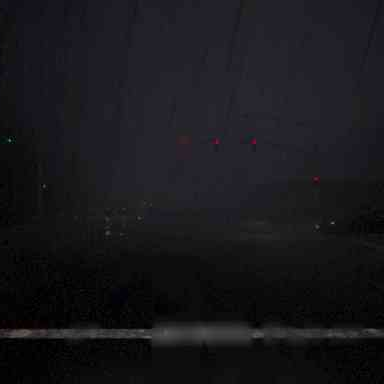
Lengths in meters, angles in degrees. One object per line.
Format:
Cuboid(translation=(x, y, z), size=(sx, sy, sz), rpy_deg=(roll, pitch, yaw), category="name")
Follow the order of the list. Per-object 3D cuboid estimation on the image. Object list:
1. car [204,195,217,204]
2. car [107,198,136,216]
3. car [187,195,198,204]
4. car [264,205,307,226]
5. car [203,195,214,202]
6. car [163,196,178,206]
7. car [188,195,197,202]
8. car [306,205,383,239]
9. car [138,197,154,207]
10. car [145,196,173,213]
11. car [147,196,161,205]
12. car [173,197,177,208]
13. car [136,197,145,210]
Cuboid(translation=(3.552, 1.352, 63.779), size=(2.097, 1.767, 4.553), rpy_deg=(0, 0, 0), category="car")
Cuboid(translation=(-7.067, 1.526, 32.940), size=(1.812, 1.442, 4.674), rpy_deg=(0, 0, 0), category="car")
Cuboid(translation=(0.052, 1.505, 63.812), size=(1.837, 1.490, 4.892), rpy_deg=(0, 0, 0), category="car")
Cuboid(translation=(7.714, 1.585, 22.484), size=(5.357, 1.411, 2.033), rpy_deg=(1, 0, 24), category="car")
Cuboid(translation=(3.561, 1.386, 73.918), size=(2.128, 1.511, 4.902), rpy_deg=(0, 0, 0), category="car")
Cuboid(translation=(-3.534, 1.492, 55.661), size=(2.128, 1.511, 4.902), rpy_deg=(0, 0, 0), category="car")
Cuboid(translation=(0.061, 1.413, 73.921), size=(1.994, 1.385, 4.181), rpy_deg=(0, 0, 0), category="car")
Cuboid(translation=(8.842, 1.533, 17.169), size=(4.902, 1.511, 2.128), rpy_deg=(1, 0, -5), category="car")
Cuboid(translation=(-7.048, 1.505, 51.720), size=(1.837, 1.490, 4.892), rpy_deg=(0, 0, 0), category="car")
Cuboid(translation=(-3.558, 1.352, 37.033), size=(2.097, 1.767, 4.553), rpy_deg=(0, 0, 0), category="car")
Cuboid(translation=(-7.012, 1.492, 62.128), size=(2.128, 1.511, 4.902), rpy_deg=(0, 0, 0), category="car")
Cuboid(translation=(-3.556, 1.564, 45.603), size=(1.994, 1.385, 4.181), rpy_deg=(0, 0, 0), category="car")
Cuboid(translation=(-7.059, 1.478, 42.234), size=(1.882, 1.535, 5.008), rpy_deg=(0, 0, 0), category="car")
